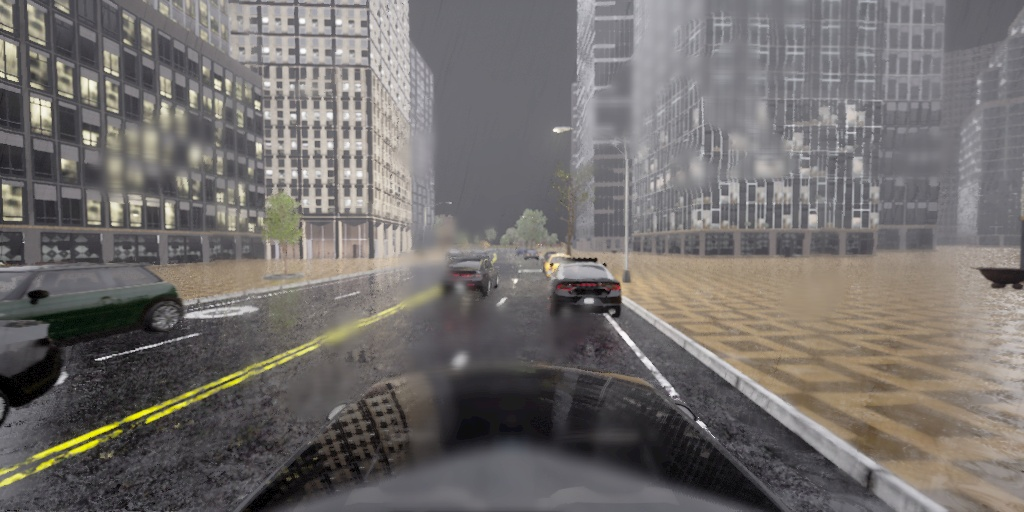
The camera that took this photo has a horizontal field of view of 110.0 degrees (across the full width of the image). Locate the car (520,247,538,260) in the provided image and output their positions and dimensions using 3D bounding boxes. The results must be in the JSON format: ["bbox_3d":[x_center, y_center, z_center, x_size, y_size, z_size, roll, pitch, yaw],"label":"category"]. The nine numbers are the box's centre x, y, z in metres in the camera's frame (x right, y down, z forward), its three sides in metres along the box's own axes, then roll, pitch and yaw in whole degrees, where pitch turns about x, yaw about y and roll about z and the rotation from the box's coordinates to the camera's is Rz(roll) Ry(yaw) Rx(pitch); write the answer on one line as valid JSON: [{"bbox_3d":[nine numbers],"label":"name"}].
[{"bbox_3d":[2.597,-0.206,48.733,2.033,1.411,5.357,0,2,-1],"label":"car"}]

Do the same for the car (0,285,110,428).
[{"bbox_3d":[-6.402,1.243,2.168,2.128,1.511,4.902,0,2,6],"label":"car"}]

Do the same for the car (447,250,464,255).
[{"bbox_3d":[-7.316,-0.131,47.222,2.033,1.411,5.357,0,2,0],"label":"car"}]

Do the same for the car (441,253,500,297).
[{"bbox_3d":[-1.683,0.818,15.482,1.837,1.490,4.892,0,2,4],"label":"car"}]

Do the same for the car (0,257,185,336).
[{"bbox_3d":[-9.179,0.963,6.785,2.097,1.767,4.553,0,2,6],"label":"car"}]

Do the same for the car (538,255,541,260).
[{"bbox_3d":[3.212,0.414,27.761,1.837,1.490,4.892,0,2,2],"label":"car"}]

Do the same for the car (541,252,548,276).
[{"bbox_3d":[2.920,0.553,21.866,1.801,1.575,5.366,0,2,3],"label":"car"}]

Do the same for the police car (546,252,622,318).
[{"bbox_3d":[2.193,0.850,11.656,1.930,1.638,5.238,0,2,5],"label":"police car"}]

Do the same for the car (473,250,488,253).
[{"bbox_3d":[-4.071,-0.092,46.212,1.994,1.385,4.181,0,2,0],"label":"car"}]
